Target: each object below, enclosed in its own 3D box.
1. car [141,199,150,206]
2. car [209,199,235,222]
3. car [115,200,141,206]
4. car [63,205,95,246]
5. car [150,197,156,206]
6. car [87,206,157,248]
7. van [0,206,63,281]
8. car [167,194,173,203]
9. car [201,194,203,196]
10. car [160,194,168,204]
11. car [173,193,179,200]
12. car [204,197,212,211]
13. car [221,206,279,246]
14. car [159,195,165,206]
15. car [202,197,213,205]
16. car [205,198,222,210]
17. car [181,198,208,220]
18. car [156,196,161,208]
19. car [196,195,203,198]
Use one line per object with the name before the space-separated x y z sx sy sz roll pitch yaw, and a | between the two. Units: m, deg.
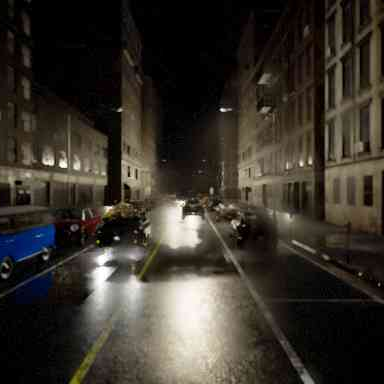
car | -5.383 1.531 31.148 1.947 1.339 4.313 0 0 0
car | 2.641 1.522 25.725 2.008 1.369 4.403 0 0 0
car | -5.384 1.497 25.565 1.752 1.417 4.829 0 0 0
car | -5.386 1.424 14.910 1.967 1.590 4.097 0 0 0
car | -5.382 1.485 36.391 1.752 1.417 4.829 0 0 0
car | -2.840 1.547 14.534 1.994 1.385 4.181 0 0 0
van | -5.387 1.331 9.497 1.690 1.788 3.998 0 0 0
car | -5.378 1.231 63.624 2.192 1.841 5.009 0 0 0
car | 2.646 1.460 52.959 1.752 1.417 4.829 0 0 0
car | -5.380 1.486 52.799 2.008 1.369 4.403 0 0 0
car | -5.374 1.419 90.088 2.008 1.369 4.403 0 0 0
car | 2.643 1.525 36.550 1.947 1.339 4.313 0 0 0
car | 2.639 1.535 14.900 2.008 1.369 4.403 0 0 0
car | -5.380 1.495 47.386 2.008 1.369 4.403 0 0 0
car | 2.646 1.507 58.202 1.802 1.307 4.206 0 0 0
car | 2.644 1.518 41.963 1.947 1.339 4.313 0 0 0
car | 0.103 1.472 28.009 1.837 1.490 4.892 0 -1 0
car | -5.382 1.534 41.974 1.802 1.307 4.206 0 0 0
car | 0.106 1.514 43.695 1.994 1.385 4.181 0 0 0
